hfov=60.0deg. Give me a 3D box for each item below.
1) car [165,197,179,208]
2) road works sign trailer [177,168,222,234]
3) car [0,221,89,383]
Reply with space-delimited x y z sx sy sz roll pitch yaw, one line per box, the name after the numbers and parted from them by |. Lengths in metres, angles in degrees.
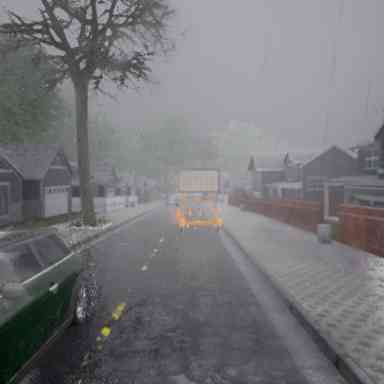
-2.838 1.430 47.965 2.128 1.511 4.902 0 0 0 | car
0.354 0.423 19.055 2.380 3.560 2.880 0 0 -7 | road works sign trailer
-2.852 1.343 3.935 2.097 1.767 4.553 0 0 0 | car
